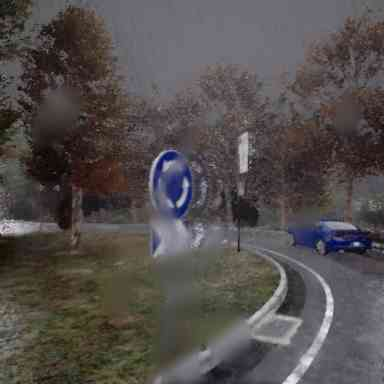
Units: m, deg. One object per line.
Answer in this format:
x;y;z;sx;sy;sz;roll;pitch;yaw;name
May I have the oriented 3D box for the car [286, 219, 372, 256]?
6.225;2.006;15.774;1.882;1.535;5.008;1;-2;-9;car
